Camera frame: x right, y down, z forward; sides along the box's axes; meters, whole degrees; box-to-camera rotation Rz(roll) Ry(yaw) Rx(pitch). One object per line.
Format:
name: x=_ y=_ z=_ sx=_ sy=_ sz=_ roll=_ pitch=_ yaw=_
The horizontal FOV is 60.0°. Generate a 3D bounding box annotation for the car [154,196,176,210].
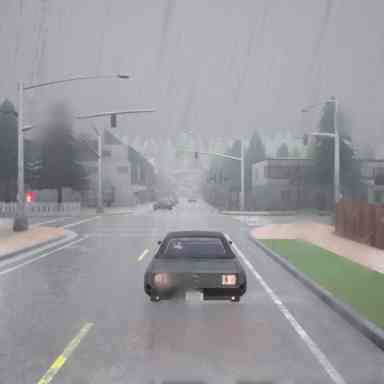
car: x=-3.572 y=1.352 z=41.988 sx=2.097 sy=1.767 sz=4.553 roll=0 pitch=0 yaw=0

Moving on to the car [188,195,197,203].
car: x=0.047 y=1.595 z=71.433 sx=1.895 sy=1.301 sz=4.718 roll=0 pitch=0 yaw=0

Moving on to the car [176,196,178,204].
car: x=-3.561 y=1.526 z=52.222 sx=1.812 sy=1.442 sz=4.674 roll=0 pitch=0 yaw=0

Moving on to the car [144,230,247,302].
car: x=0.073 y=1.601 z=8.202 sx=1.895 sy=1.301 sz=4.718 roll=0 pitch=0 yaw=0

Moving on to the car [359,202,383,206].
car: x=15.317 y=1.582 z=29.258 sx=4.718 sy=1.301 sz=1.895 roll=0 pitch=0 yaw=-8

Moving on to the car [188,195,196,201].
car: x=0.051 y=1.478 z=81.469 sx=1.882 sy=1.535 sz=5.008 roll=0 pitch=0 yaw=0
